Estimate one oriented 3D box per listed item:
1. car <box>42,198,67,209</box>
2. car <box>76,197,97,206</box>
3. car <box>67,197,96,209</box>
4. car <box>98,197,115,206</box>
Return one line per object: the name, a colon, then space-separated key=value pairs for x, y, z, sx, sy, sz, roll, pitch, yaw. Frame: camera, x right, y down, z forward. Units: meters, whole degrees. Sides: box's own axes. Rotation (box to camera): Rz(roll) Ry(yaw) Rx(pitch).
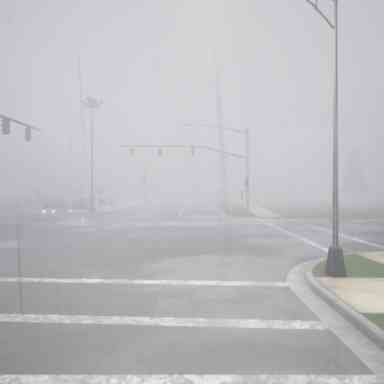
car: x=-18.007 y=1.544 z=44.397 sx=2.033 sy=1.411 sz=5.357 roll=0 pitch=0 yaw=1
car: x=-17.800 y=1.596 z=56.194 sx=1.895 sy=1.301 sz=4.718 roll=0 pitch=0 yaw=1
car: x=-14.506 y=1.502 z=44.325 sx=1.837 sy=1.490 sz=4.892 roll=0 pitch=0 yaw=1
car: x=-14.302 y=1.559 z=56.098 sx=1.994 sy=1.385 sz=4.181 roll=0 pitch=0 yaw=1
